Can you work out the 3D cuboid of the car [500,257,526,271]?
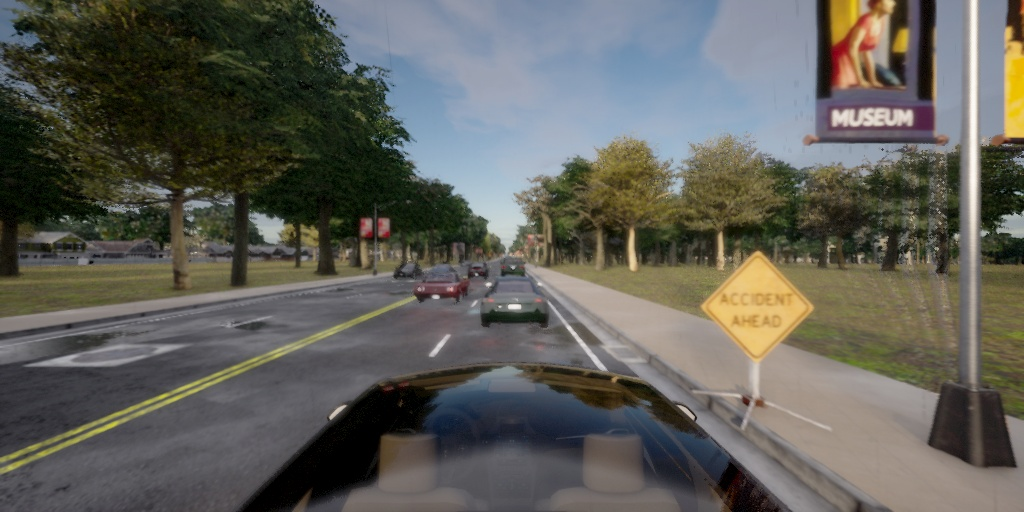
[{"bbox_3d":[0.100,1.139,33.489,2.150,2.045,5.566,0,0,0],"label":"car"}]

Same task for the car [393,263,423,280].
[{"bbox_3d":[-9.846,1.428,34.367,1.837,1.490,4.892,0,0,0],"label":"car"}]

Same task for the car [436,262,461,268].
[{"bbox_3d":[-6.598,1.470,34.404,2.033,1.411,5.357,0,0,0],"label":"car"}]

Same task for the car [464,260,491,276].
[{"bbox_3d":[-3.151,1.428,34.478,1.837,1.490,4.892,0,0,0],"label":"car"}]

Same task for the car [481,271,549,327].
[{"bbox_3d":[0.086,1.364,11.775,1.994,1.385,4.181,0,0,0],"label":"car"}]

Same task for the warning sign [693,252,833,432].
[{"bbox_3d":[2.850,0.877,4.225,1.300,1.860,1.060,0,0,0],"label":"warning sign"}]

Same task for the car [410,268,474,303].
[{"bbox_3d":[-3.151,1.428,17.116,1.895,1.301,4.718,0,0,0],"label":"car"}]
